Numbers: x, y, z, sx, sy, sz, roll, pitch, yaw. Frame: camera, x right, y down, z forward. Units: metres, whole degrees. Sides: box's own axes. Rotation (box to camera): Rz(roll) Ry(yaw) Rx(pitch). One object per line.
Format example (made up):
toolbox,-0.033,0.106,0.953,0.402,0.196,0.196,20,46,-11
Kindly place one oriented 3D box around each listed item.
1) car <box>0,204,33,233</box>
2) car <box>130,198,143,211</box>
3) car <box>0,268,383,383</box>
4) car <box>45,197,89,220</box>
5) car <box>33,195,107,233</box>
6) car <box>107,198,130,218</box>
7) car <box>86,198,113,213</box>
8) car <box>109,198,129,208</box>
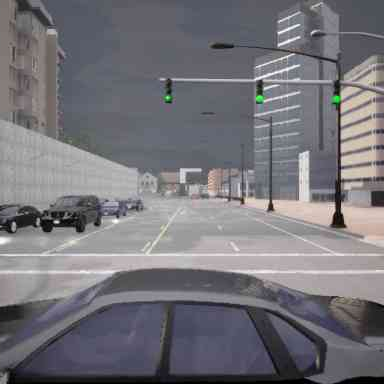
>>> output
car,-10.606,1.505,19.585,1.837,1.490,4.892,0,0,0
car,-7.102,1.491,40.199,2.128,1.511,4.902,0,0,0
car,-0.335,1.548,3.293,5.357,1.411,2.033,0,0,0
car,-10.608,1.352,28.652,2.097,1.767,4.553,0,0,0
car,-7.102,1.221,20.216,2.150,2.045,5.566,0,0,0
car,-7.107,1.526,29.856,1.812,1.442,4.674,0,0,0
car,-10.605,1.505,38.470,1.837,1.490,4.892,0,0,0
car,-10.570,1.601,48.530,1.895,1.301,4.718,0,0,0
